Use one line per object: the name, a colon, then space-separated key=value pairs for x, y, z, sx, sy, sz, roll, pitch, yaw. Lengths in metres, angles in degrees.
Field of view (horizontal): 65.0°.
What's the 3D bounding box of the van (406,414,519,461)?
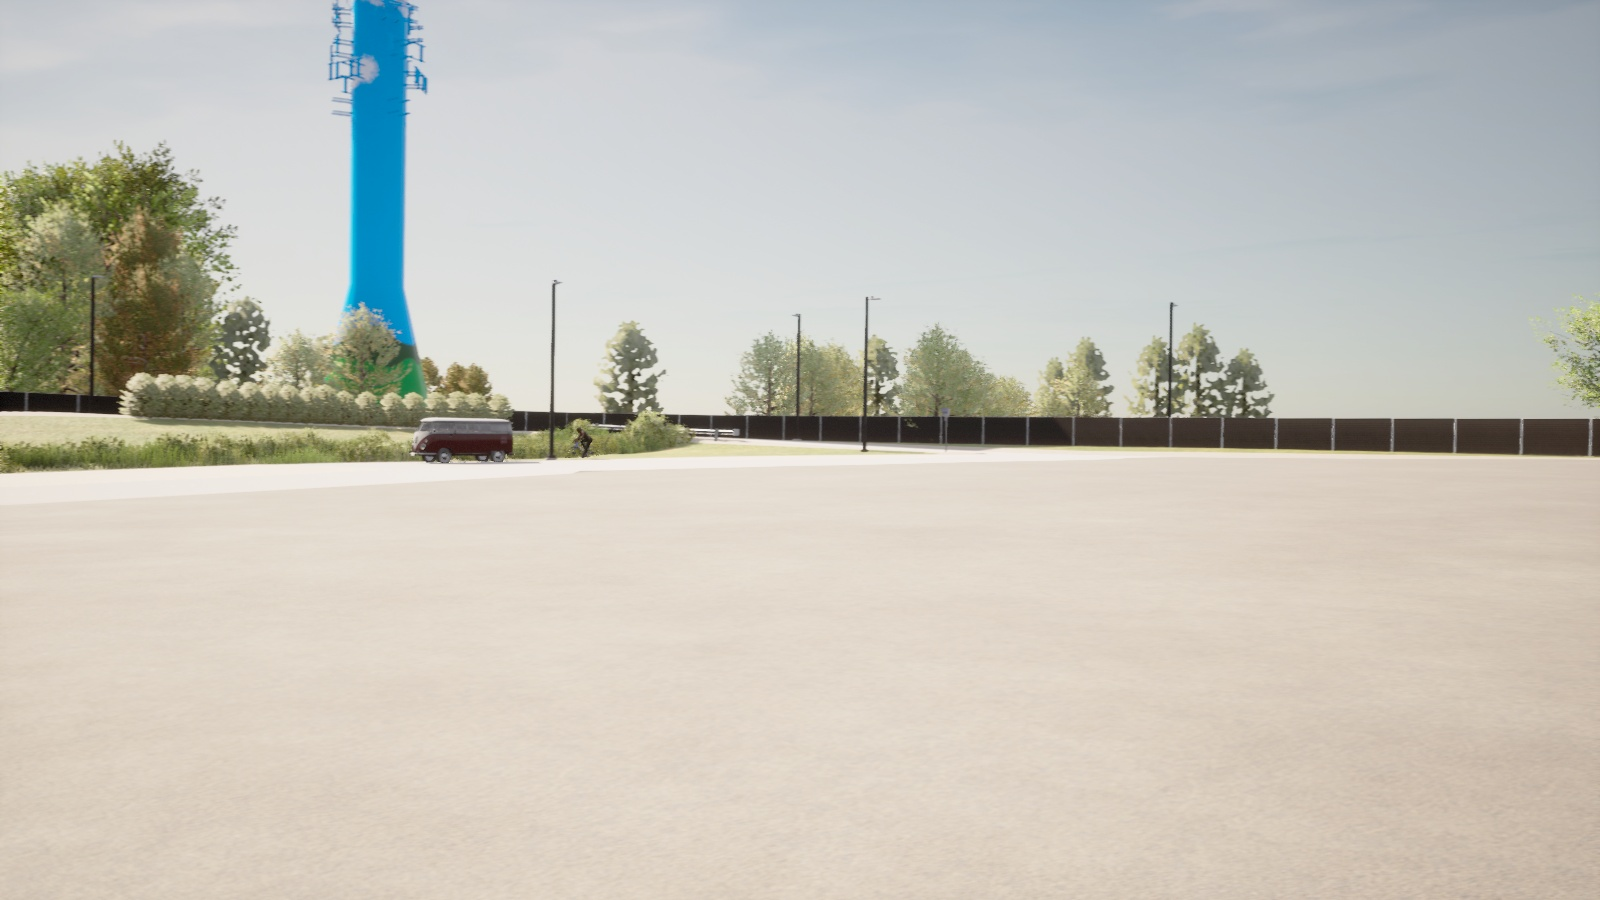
van: x=-14.831 y=-0.535 z=55.304 sx=4.442 sy=1.987 sz=1.775 roll=0 pitch=1 yaw=-42
